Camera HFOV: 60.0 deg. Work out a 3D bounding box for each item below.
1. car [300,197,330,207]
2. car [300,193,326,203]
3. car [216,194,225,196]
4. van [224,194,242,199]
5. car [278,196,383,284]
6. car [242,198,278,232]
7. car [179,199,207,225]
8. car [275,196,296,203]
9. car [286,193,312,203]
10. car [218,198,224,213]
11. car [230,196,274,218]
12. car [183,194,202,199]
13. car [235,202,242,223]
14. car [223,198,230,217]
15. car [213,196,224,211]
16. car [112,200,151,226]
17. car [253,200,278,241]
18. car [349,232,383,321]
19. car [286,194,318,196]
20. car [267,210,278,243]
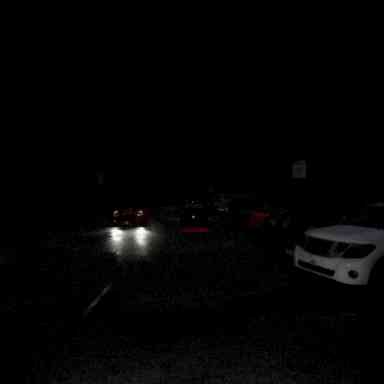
[{"bbox_3d":[21.231,1.617,57.577,2.163,1.488,4.792,0,1,-22],"label":"car"},{"bbox_3d":[26.981,1.378,74.647,2.435,2.045,5.566,1,-1,-22],"label":"car"},{"bbox_3d":[5.366,1.294,41.454,5.566,2.045,2.435,1,0,-20],"label":"car"},{"bbox_3d":[5.477,1.297,29.462,4.442,1.987,1.878,1,0,-20],"label":"van"},{"bbox_3d":[5.322,1.236,8.381,5.566,2.045,2.435,1,0,-20],"label":"car"},{"bbox_3d":[5.329,1.372,17.397,4.553,1.767,2.185,1,0,-20],"label":"car"},{"bbox_3d":[0.095,1.503,24.485,1.882,1.535,5.008,0,0,0],"label":"car"},{"bbox_3d":[20.898,1.657,74.522,2.163,1.488,4.792,0,-1,-21],"label":"car"},{"bbox_3d":[23.921,1.377,74.607,2.435,2.045,5.566,0,-1,-21],"label":"car"},{"bbox_3d":[5.368,1.567,32.419,4.674,1.452,2.002,1,0,-20],"label":"car"},{"bbox_3d":[5.400,1.384,23.414,4.553,1.767,2.185,1,0,-20],"label":"car"},{"bbox_3d":[0.052,1.284,42.983,2.150,2.045,5.566,0,0,0],"label":"car"},{"bbox_3d":[5.365,1.543,20.405,4.674,1.452,2.002,1,0,-20],"label":"car"},{"bbox_3d":[5.359,1.514,26.417,5.008,1.535,2.097,1,0,-20],"label":"car"},{"bbox_3d":[5.183,1.527,35.361,5.366,1.575,1.946,1,0,-20],"label":"car"},{"bbox_3d":[-4.137,1.375,23.310,2.097,1.767,4.553,0,0,0],"label":"car"},{"bbox_3d":[5.324,1.368,14.395,4.553,1.767,2.185,1,0,-20],"label":"car"},{"bbox_3d":[5.310,1.516,5.380,4.792,1.488,2.163,1,0,-20],"label":"car"},{"bbox_3d":[18.316,1.335,57.459,2.435,2.045,5.566,0,1,-21],"label":"car"},{"bbox_3d":[5.325,1.520,11.381,4.792,1.488,2.163,1,0,-20],"label":"car"}]
